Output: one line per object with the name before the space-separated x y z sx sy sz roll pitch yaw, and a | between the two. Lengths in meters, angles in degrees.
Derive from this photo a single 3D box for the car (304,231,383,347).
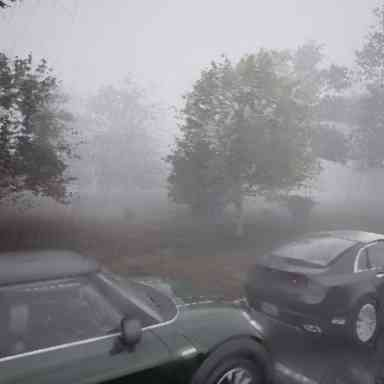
car | 3.201 1.497 6.342 4.892 1.521 2.231 0 0 -33

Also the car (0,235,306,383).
car | -1.355 1.356 3.093 4.553 1.767 2.185 0 0 -33
